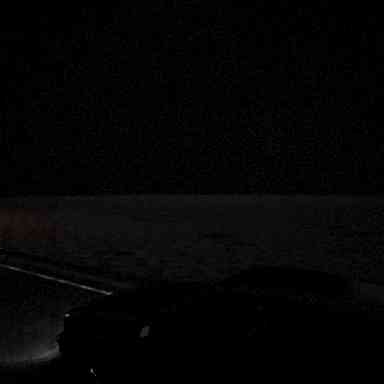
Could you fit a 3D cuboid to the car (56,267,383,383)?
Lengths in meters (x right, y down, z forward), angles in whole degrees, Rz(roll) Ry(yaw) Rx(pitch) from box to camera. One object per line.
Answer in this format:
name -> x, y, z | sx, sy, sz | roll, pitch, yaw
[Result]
car -> 0.909, 1.546, 3.344 | 5.357, 1.411, 2.033 | 0, 0, 36
